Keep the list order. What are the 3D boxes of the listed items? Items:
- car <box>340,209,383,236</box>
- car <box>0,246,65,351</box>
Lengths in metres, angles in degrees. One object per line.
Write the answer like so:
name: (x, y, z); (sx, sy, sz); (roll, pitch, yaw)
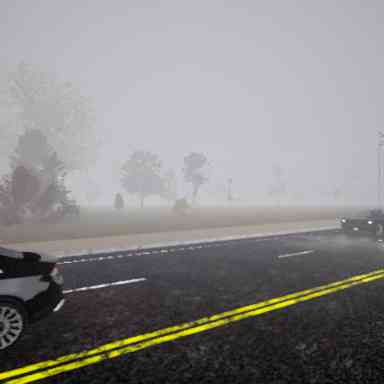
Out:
car: (10.615, 1.687, 19.156); (4.718, 1.301, 1.895); (0, 0, -35)
car: (-4.354, 1.488, 4.560); (4.902, 1.511, 2.128); (0, 0, -35)
